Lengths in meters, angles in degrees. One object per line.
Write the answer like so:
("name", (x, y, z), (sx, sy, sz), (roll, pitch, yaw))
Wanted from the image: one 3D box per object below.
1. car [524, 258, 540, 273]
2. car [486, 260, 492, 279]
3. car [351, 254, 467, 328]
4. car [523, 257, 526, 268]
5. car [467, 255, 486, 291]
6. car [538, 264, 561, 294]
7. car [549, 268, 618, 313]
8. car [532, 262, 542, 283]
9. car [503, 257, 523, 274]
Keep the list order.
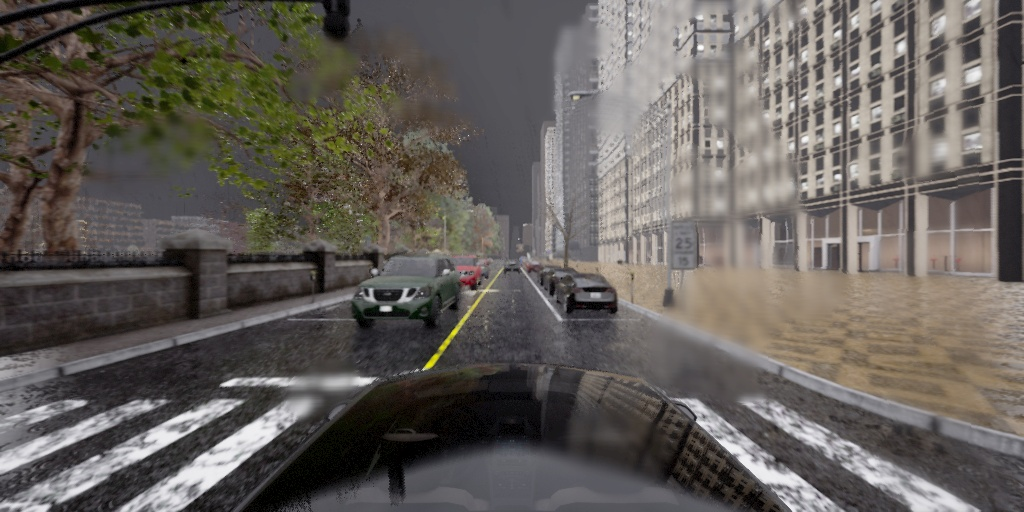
("car", (2.706, 1.255, 41.785), (1.888, 1.381, 4.507), (0, 0, 0))
("car", (-3.086, 1.281, 32.335), (1.994, 1.385, 4.181), (0, 0, -1))
("car", (-3.067, 0.959, 11.730), (2.150, 2.045, 5.566), (0, 0, 2))
("car", (2.709, 1.147, 47.416), (1.967, 1.591, 4.097), (0, 0, 0))
("car", (-3.093, 0.947, 22.262), (2.150, 2.045, 5.566), (0, 0, 0))
("car", (2.696, 1.294, 19.254), (1.948, 1.339, 4.313), (0, 0, 0))
("car", (2.694, 1.300, 13.622), (1.948, 1.339, 4.313), (0, 0, 0))
("car", (2.699, 1.288, 24.887), (1.948, 1.339, 4.313), (0, 0, 0))
("car", (0.014, 1.216, 40.457), (1.837, 1.490, 4.892), (0, 0, 0))
